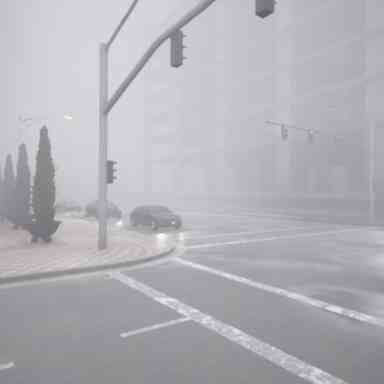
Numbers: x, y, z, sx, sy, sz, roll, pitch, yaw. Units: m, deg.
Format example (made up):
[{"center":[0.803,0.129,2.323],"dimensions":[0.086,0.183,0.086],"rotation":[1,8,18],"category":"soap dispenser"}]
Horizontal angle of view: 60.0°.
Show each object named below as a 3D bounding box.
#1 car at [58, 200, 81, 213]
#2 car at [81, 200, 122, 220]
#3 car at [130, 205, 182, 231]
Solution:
[{"center":[-14.594,1.681,39.399],"dimensions":[2.033,1.411,5.357],"rotation":[0,0,-35],"category":"car"},{"center":[-8.016,1.484,29.957],"dimensions":[2.097,1.767,4.553],"rotation":[0,0,-35],"category":"car"},{"center":[-2.489,1.635,22.025],"dimensions":[1.837,1.490,4.892],"rotation":[0,0,-35],"category":"car"}]
